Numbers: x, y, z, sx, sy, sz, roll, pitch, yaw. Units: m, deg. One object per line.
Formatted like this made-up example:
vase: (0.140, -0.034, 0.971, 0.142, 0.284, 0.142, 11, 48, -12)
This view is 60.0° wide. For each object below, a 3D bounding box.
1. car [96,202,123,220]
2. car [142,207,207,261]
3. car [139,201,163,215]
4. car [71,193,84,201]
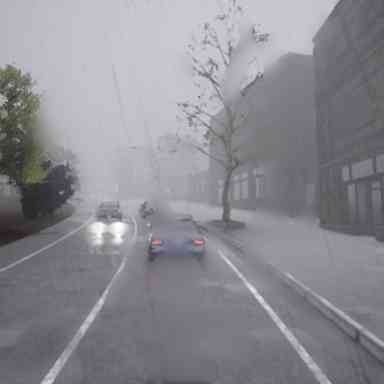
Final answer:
car: (-6.394, 1.437, 25.943, 1.895, 1.301, 4.718, 1, 0, -13)
car: (-0.640, 1.494, 11.972, 2.033, 1.411, 5.357, 0, 0, -6)
car: (-3.519, 1.443, 28.749, 2.033, 1.411, 5.357, 1, 0, -14)
car: (-22.127, 1.020, 63.934, 1.812, 1.442, 4.674, 3, -1, -31)
